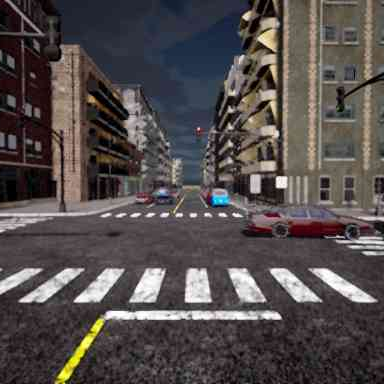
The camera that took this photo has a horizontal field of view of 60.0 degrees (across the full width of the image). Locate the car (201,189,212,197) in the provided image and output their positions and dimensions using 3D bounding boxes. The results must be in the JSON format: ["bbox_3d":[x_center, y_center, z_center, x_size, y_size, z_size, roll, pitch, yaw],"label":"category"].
[{"bbox_3d":[2.721,0.245,62.302,1.887,1.381,4.507,-1,1,0],"label":"car"}]

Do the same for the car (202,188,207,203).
[{"bbox_3d":[2.746,0.451,40.219,2.192,1.841,5.009,-1,1,0],"label":"car"}]

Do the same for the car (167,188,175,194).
[{"bbox_3d":[-5.683,-0.272,89.976,1.887,1.381,4.507,-1,1,0],"label":"car"}]

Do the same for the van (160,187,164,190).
[{"bbox_3d":[-5.803,-0.065,67.884,1.690,1.788,3.998,-1,1,0],"label":"van"}]

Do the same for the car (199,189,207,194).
[{"bbox_3d":[2.805,-0.149,84.387,1.947,1.339,4.313,-1,1,0],"label":"car"}]

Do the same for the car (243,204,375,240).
[{"bbox_3d":[5.013,1.245,14.667,5.357,1.411,2.033,1,2,0],"label":"car"}]

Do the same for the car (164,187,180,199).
[{"bbox_3d":[-3.023,0.195,54.885,2.097,1.767,4.553,0,1,1],"label":"car"}]

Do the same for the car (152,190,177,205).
[{"bbox_3d":[-3.063,0.749,37.836,1.994,1.385,4.181,0,1,0],"label":"car"}]

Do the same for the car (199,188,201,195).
[{"bbox_3d":[2.716,0.247,56.780,1.967,1.590,4.097,-1,1,0],"label":"car"}]

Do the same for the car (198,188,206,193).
[{"bbox_3d":[2.803,-0.474,95.424,1.967,1.590,4.097,-1,1,0],"label":"car"}]

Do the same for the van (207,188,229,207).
[{"bbox_3d":[2.832,0.590,34.723,1.690,1.788,3.998,-1,1,0],"label":"van"}]

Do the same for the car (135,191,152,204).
[{"bbox_3d":[-5.817,0.717,40.280,1.802,1.307,4.206,-1,1,0],"label":"car"}]
